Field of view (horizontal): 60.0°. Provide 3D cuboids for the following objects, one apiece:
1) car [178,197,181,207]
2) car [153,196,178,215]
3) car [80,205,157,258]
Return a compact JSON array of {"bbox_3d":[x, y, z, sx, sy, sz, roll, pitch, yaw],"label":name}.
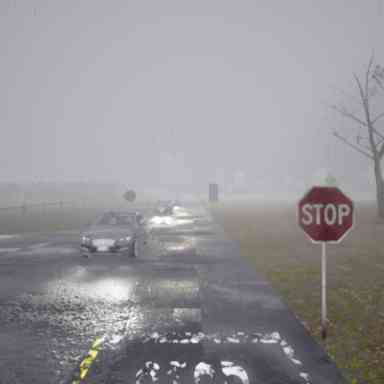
[{"bbox_3d":[-2.822,1.446,51.934,2.128,1.511,4.902,0,0,0],"label":"car"},{"bbox_3d":[-2.796,1.476,33.142,2.128,1.511,4.902,0,0,0],"label":"car"},{"bbox_3d":[-2.767,1.486,12.769,2.128,1.511,4.902,0,0,0],"label":"car"}]
